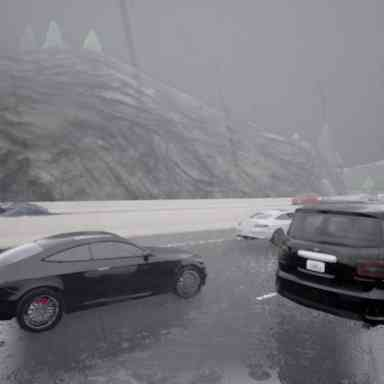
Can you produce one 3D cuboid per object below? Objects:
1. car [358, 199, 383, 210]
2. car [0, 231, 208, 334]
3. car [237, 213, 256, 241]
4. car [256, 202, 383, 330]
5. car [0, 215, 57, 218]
[{"bbox_3d":[23.757,1.587,43.540,4.718,1.301,1.895,0,0,-41],"label":"car"},{"bbox_3d":[-1.845,1.520,6.725,4.674,1.442,1.812,0,0,-35],"label":"car"},{"bbox_3d":[4.118,1.518,15.231,4.674,1.442,1.812,0,0,-35],"label":"car"},{"bbox_3d":[4.078,1.219,6.628,5.566,2.045,2.150,0,0,-35],"label":"car"},{"bbox_3d":[-9.559,1.547,18.663,4.181,1.385,1.994,0,0,-35],"label":"car"}]
